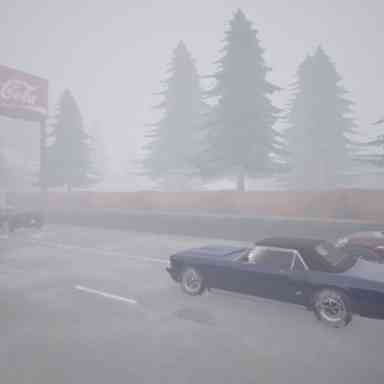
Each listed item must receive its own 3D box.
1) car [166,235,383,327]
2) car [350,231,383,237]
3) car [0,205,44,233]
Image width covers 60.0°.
[{"bbox_3d":[1.743,1.626,7.069,4.718,1.301,1.895,0,0,35],"label":"car"},{"bbox_3d":[5.946,1.374,8.400,4.553,1.767,2.097,0,0,35],"label":"car"},{"bbox_3d":[-11.231,1.582,20.689,5.008,1.535,1.882,-1,0,36],"label":"car"}]
